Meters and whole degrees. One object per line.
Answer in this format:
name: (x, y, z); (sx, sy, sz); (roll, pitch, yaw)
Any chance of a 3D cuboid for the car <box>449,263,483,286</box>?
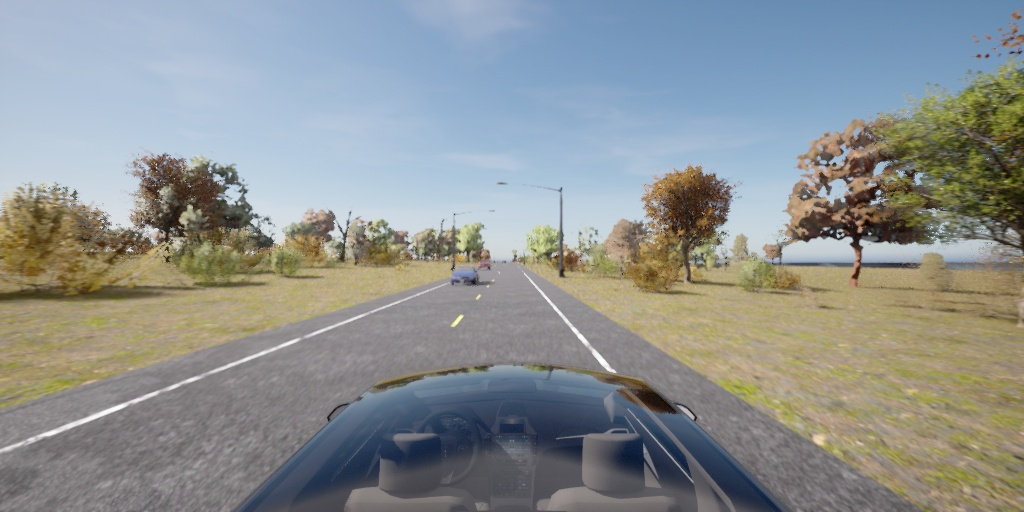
car: (-3.596, 1.508, 28.008); (1.812, 1.442, 4.674); (0, -1, 0)
